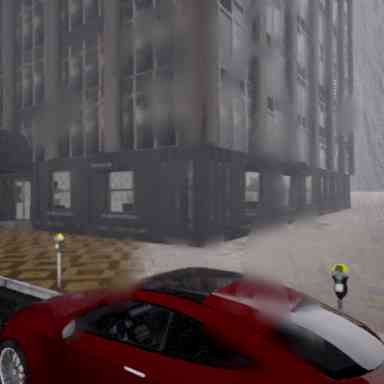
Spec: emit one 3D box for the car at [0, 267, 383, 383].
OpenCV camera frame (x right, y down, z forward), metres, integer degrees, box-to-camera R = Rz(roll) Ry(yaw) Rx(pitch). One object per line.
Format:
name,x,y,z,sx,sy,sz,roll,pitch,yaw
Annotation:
car,-0.155,1.546,3.395,4.674,1.442,1.812,-1,0,36
